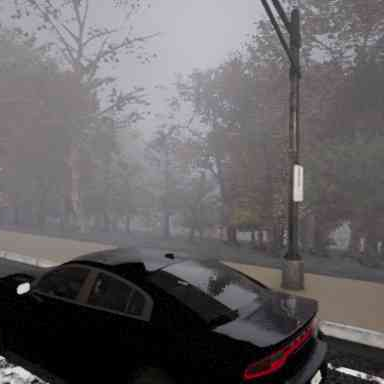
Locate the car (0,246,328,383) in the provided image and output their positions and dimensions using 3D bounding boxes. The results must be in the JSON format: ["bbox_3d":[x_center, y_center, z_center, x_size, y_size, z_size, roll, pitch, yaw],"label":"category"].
[{"bbox_3d":[-0.932,1.474,4.355,5.008,1.535,1.882,0,0,36],"label":"car"}]
